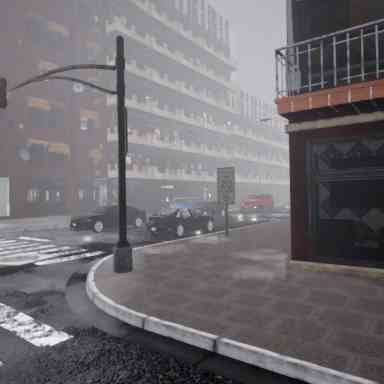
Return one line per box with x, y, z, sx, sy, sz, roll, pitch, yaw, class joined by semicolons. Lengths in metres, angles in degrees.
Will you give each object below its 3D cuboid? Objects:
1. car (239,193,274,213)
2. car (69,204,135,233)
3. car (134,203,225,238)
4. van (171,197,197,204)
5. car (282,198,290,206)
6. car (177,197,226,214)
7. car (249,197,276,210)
7.252;1.174;36.875;2.150;2.045;5.566;-1;-1;36;car
-4.882;1.475;19.919;1.882;1.535;5.008;-1;-1;36;car
-0.470;1.435;16.778;2.008;1.369;4.403;-1;-1;36;car
-0.399;1.365;30.424;1.690;1.788;3.998;-1;-1;36;van
15.713;1.496;52.935;1.752;1.417;4.829;-1;-1;36;car
1.167;1.478;28.368;1.837;1.490;4.892;-1;-1;35;car
9.327;1.431;44.014;1.967;1.590;4.097;-1;-1;36;car
